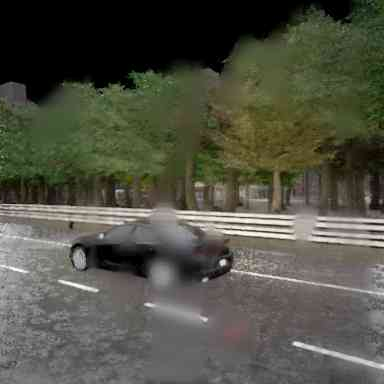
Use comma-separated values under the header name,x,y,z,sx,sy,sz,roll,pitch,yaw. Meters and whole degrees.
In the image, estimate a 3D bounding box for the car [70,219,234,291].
name,x,y,z,sx,sy,sz,roll,pitch,yaw
car,-1.304,1.480,9.107,5.008,1.535,1.882,0,0,35
